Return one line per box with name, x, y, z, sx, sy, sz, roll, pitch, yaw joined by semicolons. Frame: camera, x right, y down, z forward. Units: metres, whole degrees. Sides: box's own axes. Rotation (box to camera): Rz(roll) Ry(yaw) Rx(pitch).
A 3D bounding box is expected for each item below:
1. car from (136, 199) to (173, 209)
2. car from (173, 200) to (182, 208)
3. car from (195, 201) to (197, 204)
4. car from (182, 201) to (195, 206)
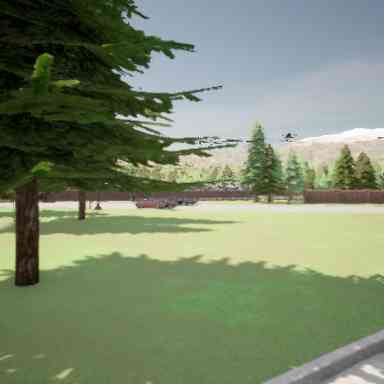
car;-5.058;1.572;42.571;4.181;1.385;1.994;0;0;14
car;-4.200;1.532;45.964;4.674;1.442;1.812;0;0;14
car;-1.624;1.505;56.143;4.892;1.490;1.837;0;0;14
car;-2.483;1.507;52.750;4.892;1.490;1.837;0;0;14
